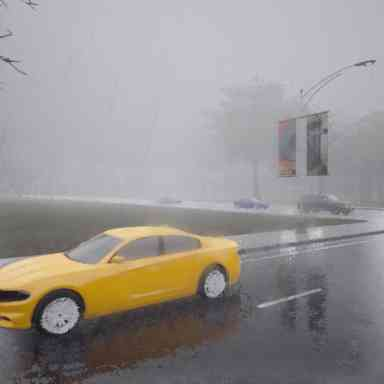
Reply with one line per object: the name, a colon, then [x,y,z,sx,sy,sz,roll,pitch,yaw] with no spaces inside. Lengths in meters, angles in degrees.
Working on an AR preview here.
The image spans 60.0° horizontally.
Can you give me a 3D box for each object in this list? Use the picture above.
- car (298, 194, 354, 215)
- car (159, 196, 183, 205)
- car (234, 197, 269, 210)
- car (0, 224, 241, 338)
car: [13.524,1.220,34.007,2.150,2.045,5.566,0,0,-36]
car: [-3.770,1.459,57.776,2.033,1.411,5.357,0,0,-36]
car: [7.510,1.441,42.238,1.882,1.535,5.008,0,0,-36]
car: [-1.240,1.478,6.787,5.008,1.535,1.882,0,0,-35]
